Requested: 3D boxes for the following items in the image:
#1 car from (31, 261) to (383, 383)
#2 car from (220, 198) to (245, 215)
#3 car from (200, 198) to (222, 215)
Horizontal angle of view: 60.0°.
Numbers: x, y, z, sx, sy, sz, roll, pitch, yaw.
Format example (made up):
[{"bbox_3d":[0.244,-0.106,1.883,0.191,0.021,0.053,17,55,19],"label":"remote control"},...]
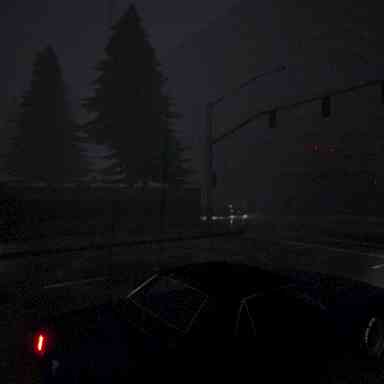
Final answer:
[{"bbox_3d":[0.670,1.601,4.260,4.718,1.301,1.895,0,0,-35],"label":"car"},{"bbox_3d":[3.392,1.407,34.664,2.097,1.767,4.553,0,0,-35],"label":"car"},{"bbox_3d":[0.198,1.603,33.125,2.033,1.411,5.357,0,0,-35],"label":"car"}]
